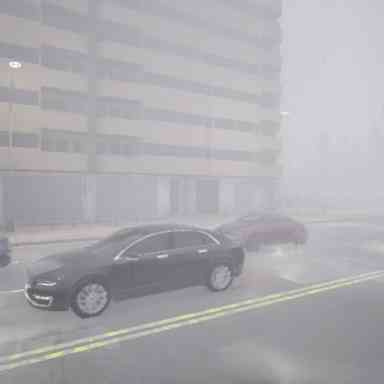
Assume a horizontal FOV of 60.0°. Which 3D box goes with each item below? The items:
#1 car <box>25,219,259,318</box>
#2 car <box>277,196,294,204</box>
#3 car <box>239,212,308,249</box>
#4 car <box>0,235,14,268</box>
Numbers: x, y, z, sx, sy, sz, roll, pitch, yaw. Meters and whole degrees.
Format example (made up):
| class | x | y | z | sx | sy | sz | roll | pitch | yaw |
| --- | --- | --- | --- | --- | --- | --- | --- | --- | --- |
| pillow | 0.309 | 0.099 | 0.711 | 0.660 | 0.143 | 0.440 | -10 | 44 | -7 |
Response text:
| class | x | y | z | sx | sy | sz | roll | pitch | yaw |
| --- | --- | --- | --- | --- | --- | --- | --- | --- | --- |
| car | -1.009 | 1.505 | 7.461 | 4.892 | 1.490 | 1.837 | 0 | 0 | -32 |
| car | 16.452 | 1.449 | 61.238 | 1.837 | 1.490 | 4.892 | 0 | 0 | -35 |
| car | 2.925 | 1.563 | 14.074 | 4.181 | 1.385 | 1.994 | 0 | 0 | -32 |
| car | -7.031 | 1.526 | 8.160 | 4.674 | 1.442 | 1.812 | 0 | 0 | -26 |
